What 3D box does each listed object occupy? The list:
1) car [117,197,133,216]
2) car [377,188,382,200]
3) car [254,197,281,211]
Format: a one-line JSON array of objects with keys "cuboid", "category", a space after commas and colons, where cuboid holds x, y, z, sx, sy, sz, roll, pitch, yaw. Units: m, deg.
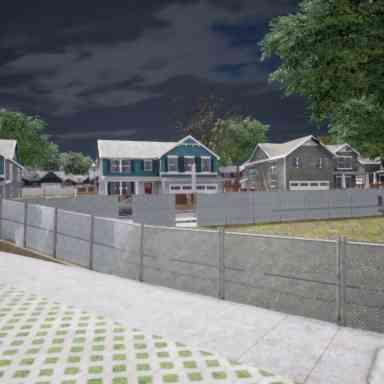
[{"cuboid": [-4.195, 1.056, 22.934, 4.181, 1.385, 1.994, -2, 0, -18], "category": "car"}, {"cuboid": [16.556, 0.440, 29.233, 4.892, 1.490, 1.837, -1, -1, -15], "category": "car"}, {"cuboid": [5.771, 0.771, 26.122, 5.357, 1.411, 2.033, -2, 0, -17], "category": "car"}]
